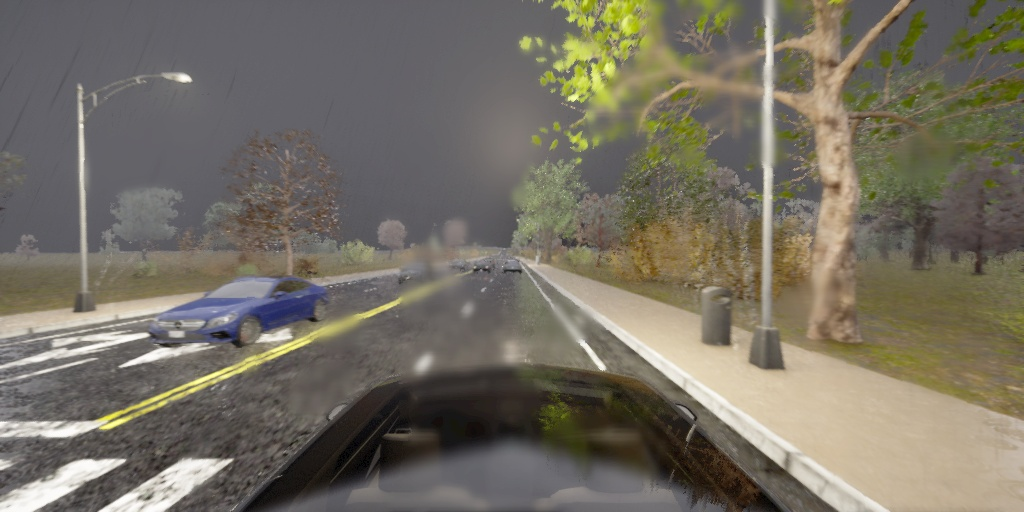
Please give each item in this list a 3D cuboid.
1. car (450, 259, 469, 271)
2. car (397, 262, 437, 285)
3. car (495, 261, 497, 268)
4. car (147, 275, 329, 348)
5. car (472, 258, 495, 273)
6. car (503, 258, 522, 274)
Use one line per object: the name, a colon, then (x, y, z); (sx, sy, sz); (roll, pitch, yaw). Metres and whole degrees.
car: (-6.407, 1.083, 44.349); (1.837, 1.490, 4.892); (0, 0, 0)
car: (-6.545, 1.165, 25.203); (1.837, 1.490, 4.892); (0, 1, 0)
car: (-3.137, 1.026, 49.680); (1.837, 1.490, 4.892); (0, 1, 0)
car: (-6.593, 1.268, 9.388); (1.812, 1.442, 4.674); (0, 0, 0)
car: (-3.171, 1.183, 39.025); (1.895, 1.301, 4.718); (0, 0, 0)
car: (0.079, 1.143, 38.953); (1.994, 1.385, 4.181); (0, 0, 0)
